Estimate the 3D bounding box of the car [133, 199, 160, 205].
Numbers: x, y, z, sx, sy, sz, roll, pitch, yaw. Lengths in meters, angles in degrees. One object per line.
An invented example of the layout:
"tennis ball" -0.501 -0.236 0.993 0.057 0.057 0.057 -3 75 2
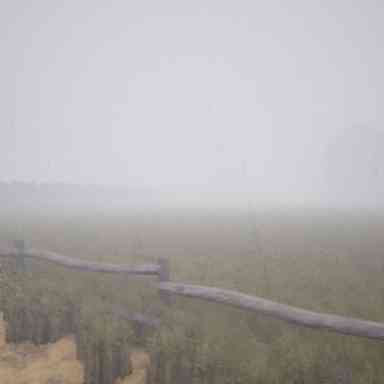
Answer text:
"car" -7.224 1.881 52.955 1.882 1.535 5.008 -1 -1 36
